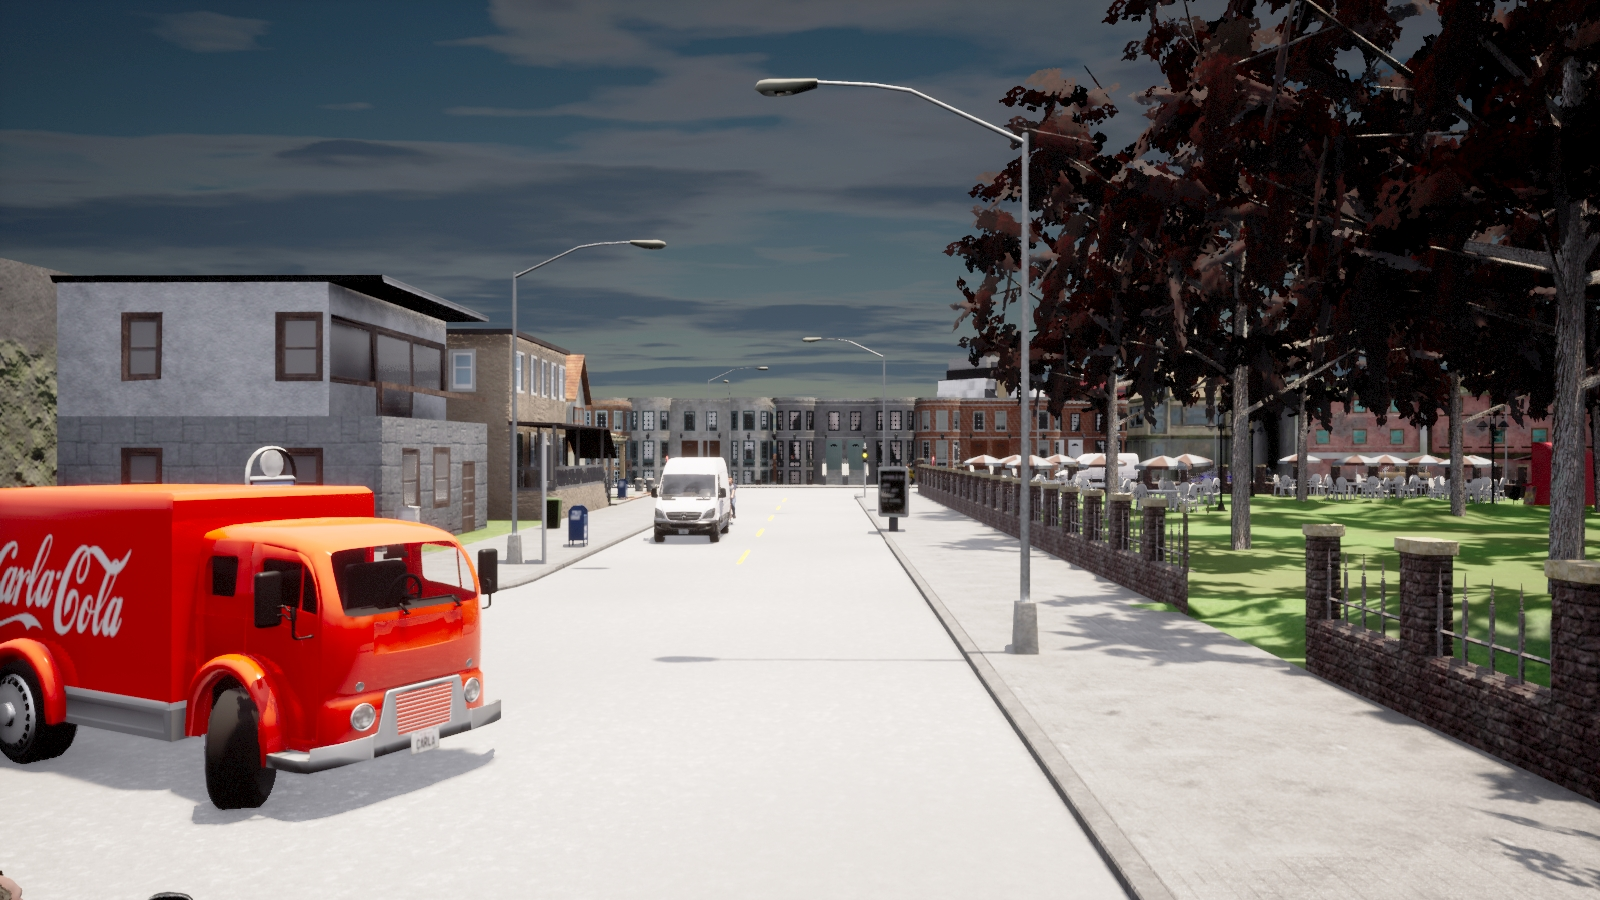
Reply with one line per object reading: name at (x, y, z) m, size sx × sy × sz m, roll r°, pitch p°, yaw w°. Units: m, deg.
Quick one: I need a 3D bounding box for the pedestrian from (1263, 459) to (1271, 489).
pedestrian at (29.593, 1.525, 72.384) m, size 0.375 × 1.860 × 0.375 m, roll 0°, pitch 0°, yaw -1°

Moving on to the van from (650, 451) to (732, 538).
van at (-3.393, 1.314, 36.728) m, size 1.988 × 2.561 × 5.915 m, roll 0°, pitch 0°, yaw 1°

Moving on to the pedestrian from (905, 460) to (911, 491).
pedestrian at (6.502, 1.516, 68.898) m, size 0.375 × 1.860 × 0.375 m, roll 0°, pitch 0°, yaw 3°

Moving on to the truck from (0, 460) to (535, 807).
truck at (-5.360, 1.348, 10.679) m, size 5.204 × 2.467 × 2.627 m, roll 0°, pitch 0°, yaw 29°

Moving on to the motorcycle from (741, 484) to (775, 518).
motorcycle at (-1.677, 1.985, 45.065) m, size 0.867 × 1.251 × 2.209 m, roll 0°, pitch 0°, yaw -15°
